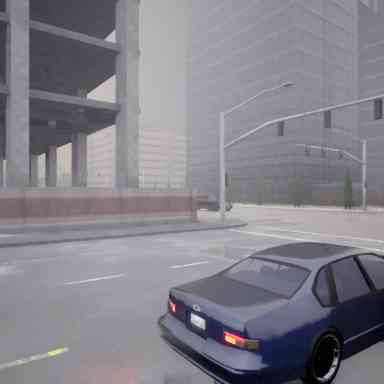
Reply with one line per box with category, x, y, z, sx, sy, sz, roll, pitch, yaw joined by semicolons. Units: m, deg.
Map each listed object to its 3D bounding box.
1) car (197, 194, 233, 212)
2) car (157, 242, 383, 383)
car;2.294;1.221;38.445;2.150;2.045;5.566;0;0;-36
car;2.123;1.547;5.303;5.357;1.411;2.033;0;0;-35
